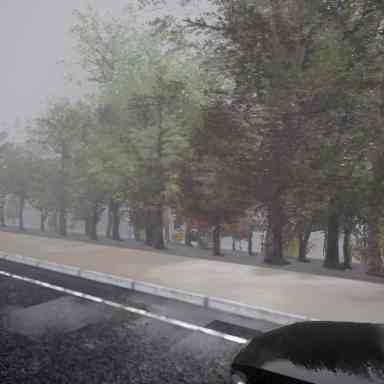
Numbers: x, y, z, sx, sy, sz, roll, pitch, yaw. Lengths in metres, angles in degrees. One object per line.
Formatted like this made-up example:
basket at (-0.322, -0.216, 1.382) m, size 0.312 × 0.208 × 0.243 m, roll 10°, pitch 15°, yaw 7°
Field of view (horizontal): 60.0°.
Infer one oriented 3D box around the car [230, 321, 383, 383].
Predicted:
car at (2.421, 1.524, 1.960) m, size 4.674 × 1.442 × 1.812 m, roll 0°, pitch 0°, yaw 36°
